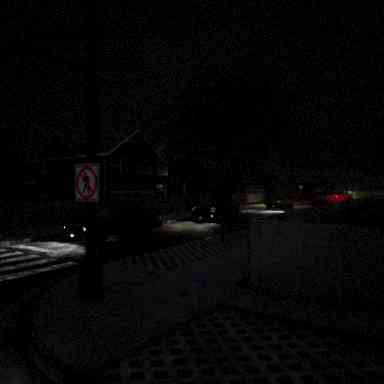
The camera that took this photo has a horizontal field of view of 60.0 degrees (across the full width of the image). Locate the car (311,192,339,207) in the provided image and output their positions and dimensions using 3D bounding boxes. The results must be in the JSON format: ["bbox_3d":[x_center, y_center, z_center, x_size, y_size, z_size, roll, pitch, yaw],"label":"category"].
[{"bbox_3d":[16.044,1.144,40.542,1.882,1.535,5.008,0,1,35],"label":"car"}]

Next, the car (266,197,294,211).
[{"bbox_3d":[9.566,1.284,36.161,1.994,1.385,4.181,0,1,34],"label":"car"}]

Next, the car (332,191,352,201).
[{"bbox_3d":[21.892,0.800,48.705,2.150,2.045,5.566,0,1,38],"label":"car"}]

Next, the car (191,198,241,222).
[{"bbox_3d":[1.823,1.186,24.689,2.097,1.767,4.553,0,1,34],"label":"car"}]

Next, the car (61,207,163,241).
[{"bbox_3d":[-3.684,1.460,16.485,2.033,1.411,5.357,0,1,33],"label":"car"}]
